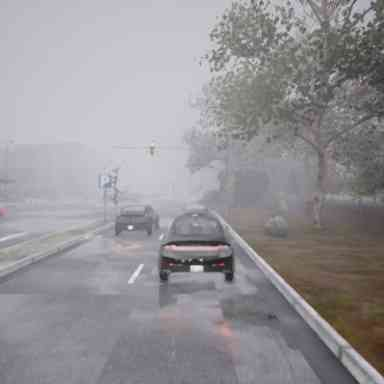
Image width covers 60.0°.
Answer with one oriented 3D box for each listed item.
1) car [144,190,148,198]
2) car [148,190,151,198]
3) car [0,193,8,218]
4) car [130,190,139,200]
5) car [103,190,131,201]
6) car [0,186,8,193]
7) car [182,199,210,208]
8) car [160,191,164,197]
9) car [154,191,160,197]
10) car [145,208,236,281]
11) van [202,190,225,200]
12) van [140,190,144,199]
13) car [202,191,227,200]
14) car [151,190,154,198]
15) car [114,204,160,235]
[{"bbox_3d":[-13.053,0.798,74.947,4.892,1.521,2.231,-1,0,-14],"label":"car"},{"bbox_3d":[-12.682,0.815,77.942,4.674,1.452,2.002,-1,1,-13],"label":"car"},{"bbox_3d":[-16.640,1.227,25.185,4.553,1.767,2.185,-1,1,-19],"label":"car"},{"bbox_3d":[-13.835,0.855,65.983,5.366,1.575,1.946,-1,0,-15],"label":"car"},{"bbox_3d":[-14.478,0.918,62.991,4.792,1.488,2.163,-1,1,-15],"label":"car"},{"bbox_3d":[-31.193,-0.240,53.842,2.002,1.452,4.674,6,-2,-19],"label":"car"},{"bbox_3d":[0.163,1.397,19.131,1.837,1.490,4.892,0,0,0],"label":"car"},{"bbox_3d":[-11.051,0.437,89.931,5.566,2.045,2.435,-1,0,-12],"label":"car"},{"bbox_3d":[-11.499,0.751,86.926,4.674,1.452,2.002,-1,1,-12],"label":"car"},{"bbox_3d":[0.107,1.435,9.635,2.128,1.511,4.902,0,0,0],"label":"car"},{"bbox_3d":[4.248,0.585,65.594,4.442,1.987,1.878,0,1,-14],"label":"van"},{"bbox_3d":[-13.279,0.591,71.974,4.442,1.987,1.878,-1,0,-14],"label":"van"},{"bbox_3d":[4.630,0.663,68.564,4.553,1.767,2.185,0,0,-14],"label":"car"},{"bbox_3d":[-12.311,0.794,80.944,4.674,1.452,2.002,-1,0,-13],"label":"car"},{"bbox_3d":[-2.849,1.402,17.925,1.837,1.490,4.892,0,0,0],"label":"car"}]
